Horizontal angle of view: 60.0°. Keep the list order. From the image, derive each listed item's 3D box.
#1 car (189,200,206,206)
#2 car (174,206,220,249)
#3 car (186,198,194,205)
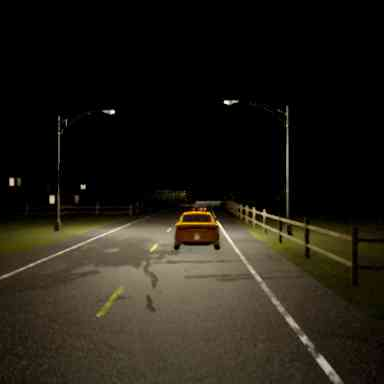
[{"bbox_3d":[0.942,2.011,39.834,1.895,1.301,4.718,0,-1,2],"label":"car"},{"bbox_3d":[0.234,1.644,15.529,1.882,1.535,5.008,0,0,1],"label":"car"},{"bbox_3d":[-0.316,2.237,77.146,1.882,1.535,5.008,0,-1,5],"label":"car"}]
